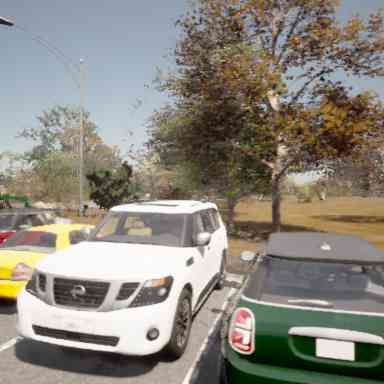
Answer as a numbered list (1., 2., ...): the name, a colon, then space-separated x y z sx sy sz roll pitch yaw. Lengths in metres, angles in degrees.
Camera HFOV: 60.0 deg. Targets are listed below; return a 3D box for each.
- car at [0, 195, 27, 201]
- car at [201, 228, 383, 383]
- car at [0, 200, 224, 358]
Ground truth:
1. car: -8.013 1.129 11.621 2.435 2.045 5.566 1 0 14
2. car: 1.748 1.361 4.838 2.185 1.767 4.553 0 -1 15
3. car: -0.678 1.223 6.551 2.435 2.045 5.566 1 0 15
